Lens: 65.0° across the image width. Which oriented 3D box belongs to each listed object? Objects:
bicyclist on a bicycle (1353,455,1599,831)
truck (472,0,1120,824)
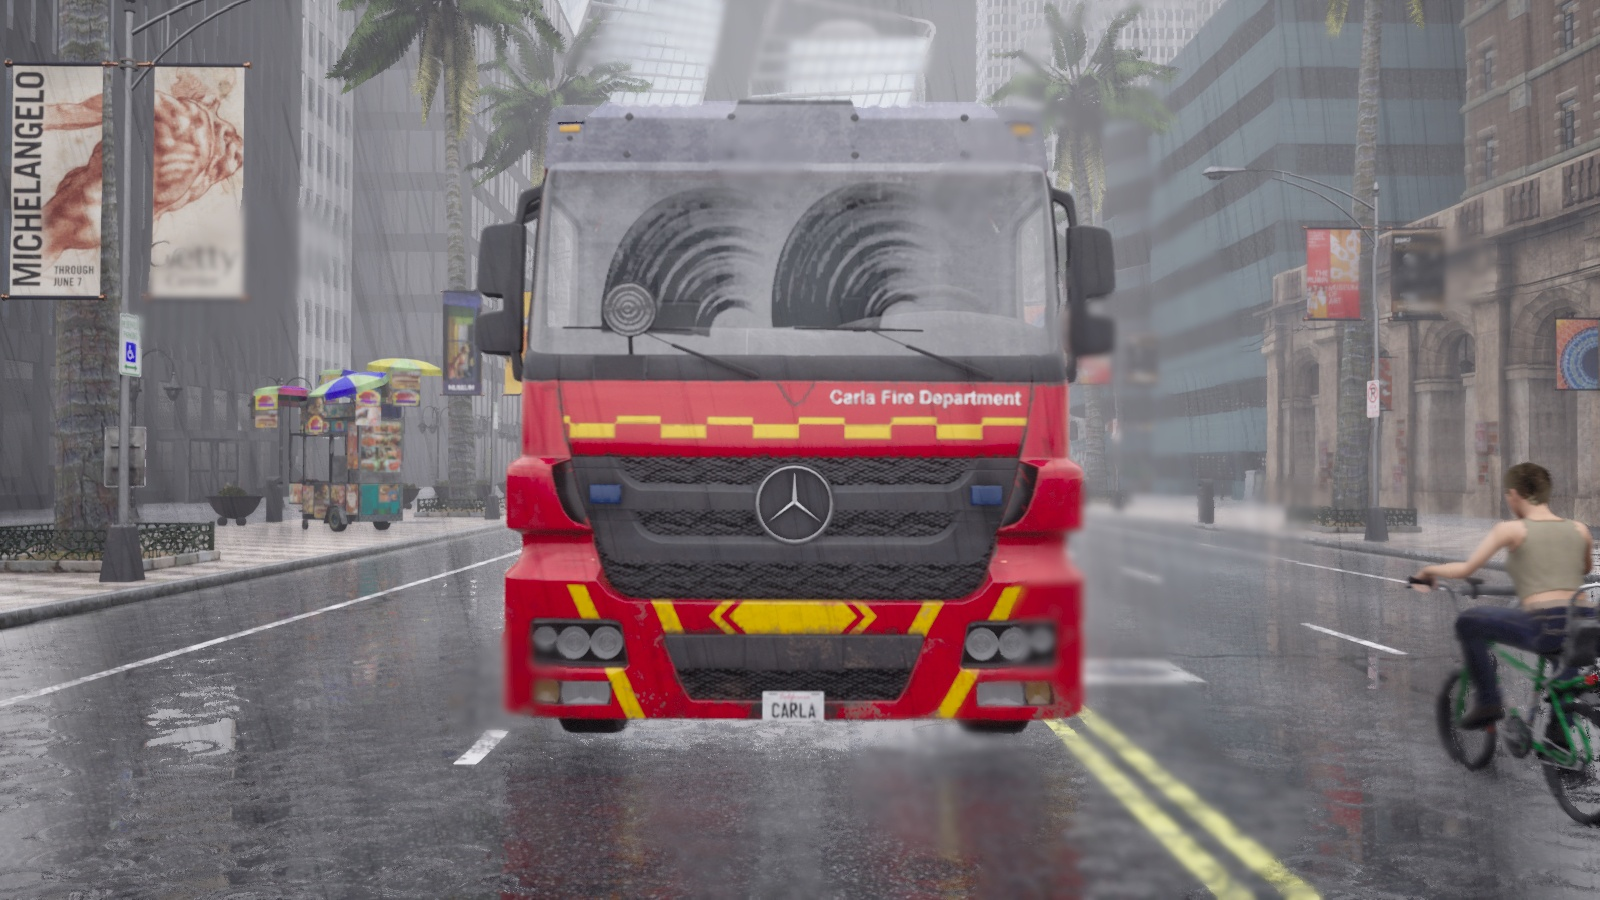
[{"bbox_3d":[3.487,0.841,6.160,0.866,1.612,1.509,0,-1,0],"label":"bicyclist on a bicycle"},{"bbox_3d":[-0.026,-0.185,9.866,2.891,3.827,8.468,0,-1,0],"label":"truck"}]
